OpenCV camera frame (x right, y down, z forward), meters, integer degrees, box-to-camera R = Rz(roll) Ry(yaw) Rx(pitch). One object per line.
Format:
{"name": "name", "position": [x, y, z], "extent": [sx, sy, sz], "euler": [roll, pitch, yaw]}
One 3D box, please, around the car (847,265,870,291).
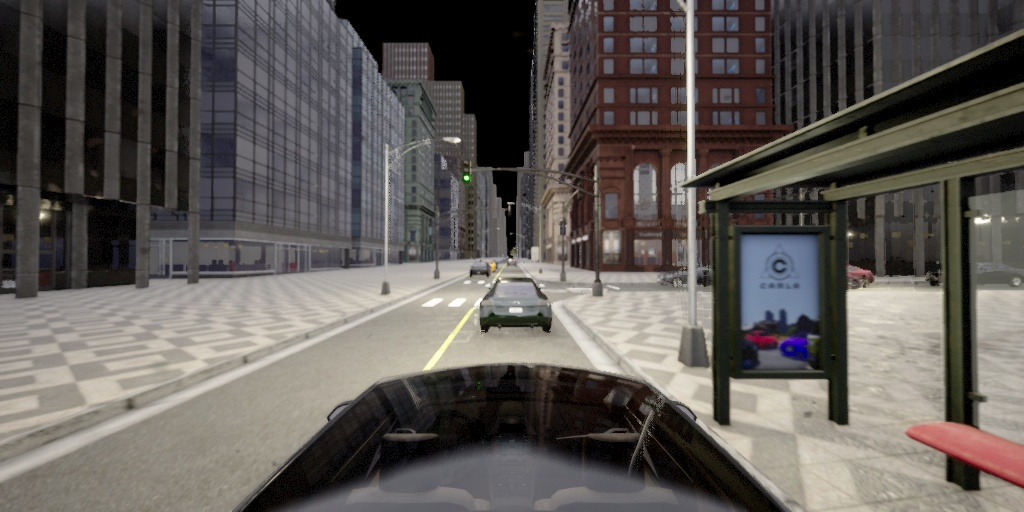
{"name": "car", "position": [16.823, 1.232, 20.244], "extent": [4.674, 1.442, 1.812], "euler": [0, -1, 1]}

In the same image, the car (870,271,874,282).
{"name": "car", "position": [20.801, 1.261, 23.391], "extent": [4.674, 1.442, 1.812], "euler": [0, -1, 0]}

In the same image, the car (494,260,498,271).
{"name": "car", "position": [-3.104, 1.281, 45.798], "extent": [1.882, 1.535, 5.008], "euler": [0, 0, 0]}

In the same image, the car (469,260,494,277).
{"name": "car", "position": [-3.107, 1.276, 35.772], "extent": [1.882, 1.535, 5.008], "euler": [0, 0, 0]}

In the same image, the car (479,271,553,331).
{"name": "car", "position": [0.097, 1.335, 11.039], "extent": [1.994, 1.385, 4.181], "euler": [0, 0, 0]}

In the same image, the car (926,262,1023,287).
{"name": "car", "position": [30.158, 1.179, 23.377], "extent": [5.008, 1.535, 1.882], "euler": [0, -1, 0]}

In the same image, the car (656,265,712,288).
{"name": "car", "position": [11.864, 1.292, 23.393], "extent": [4.674, 1.442, 1.812], "euler": [0, -1, -2]}
